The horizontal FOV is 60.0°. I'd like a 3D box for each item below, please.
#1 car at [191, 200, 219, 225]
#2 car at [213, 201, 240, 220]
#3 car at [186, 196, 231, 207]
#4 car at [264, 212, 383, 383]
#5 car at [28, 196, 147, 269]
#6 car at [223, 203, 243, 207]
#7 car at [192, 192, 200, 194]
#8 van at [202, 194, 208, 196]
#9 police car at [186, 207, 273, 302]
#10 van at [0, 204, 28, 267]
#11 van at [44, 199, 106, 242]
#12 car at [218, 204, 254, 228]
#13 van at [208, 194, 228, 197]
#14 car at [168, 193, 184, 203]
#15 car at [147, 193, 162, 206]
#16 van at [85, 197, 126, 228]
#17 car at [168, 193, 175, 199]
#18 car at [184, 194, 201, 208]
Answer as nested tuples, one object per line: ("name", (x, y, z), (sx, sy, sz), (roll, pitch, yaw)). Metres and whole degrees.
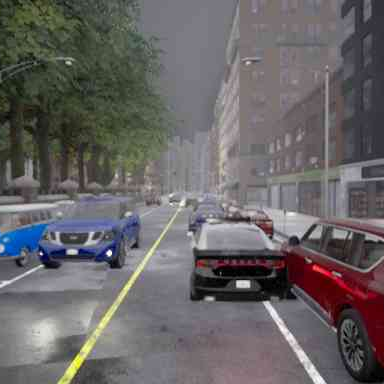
("car", (0.880, 1.432, 24.291), (1.837, 1.490, 4.892), (0, 0, 0))
("car", (2.832, 1.495, 27.981), (1.802, 1.307, 4.206), (0, 0, 0))
("car", (0.864, 1.298, 18.261), (2.097, 1.767, 4.553), (0, 0, 0))
("car", (2.850, 1.300, 5.339), (2.192, 1.841, 5.009), (0, 0, 0))
("car", (-3.109, 1.189, 11.391), (2.150, 2.045, 5.566), (0, 0, 0))
("car", (2.842, 1.496, 16.660), (1.887, 1.381, 4.507), (0, 0, 0))
("car", (-0.051, 1.267, 58.814), (1.882, 1.535, 5.008), (0, 0, 0))
("van", (2.812, 1.166, 50.622), (1.690, 1.788, 3.998), (0, 0, 0))
("police car", (0.894, 1.402, 8.401), (1.930, 1.638, 5.238), (0, 0, 0))
("van", (-5.679, 1.310, 10.969), (1.690, 1.788, 3.998), (0, 0, 0))
("van", (-5.684, 1.293, 16.627), (1.690, 1.788, 3.998), (0, 0, 0))
("car", (2.837, 1.515, 22.321), (1.802, 1.307, 4.206), (0, 0, 0))
("van", (2.827, 1.234, 33.641), (1.690, 1.788, 3.998), (0, 0, 0))
("car", (-3.059, 1.347, 60.339), (1.994, 1.385, 4.181), (0, 0, 0))
("car", (-5.712, 1.140, 50.574), (2.192, 1.841, 5.009), (0, 0, 0))
("van", (-5.689, 1.274, 22.285), (1.690, 1.788, 3.998), (0, 0, 0))
("car", (-5.751, 1.150, 94.093), (1.752, 1.417, 4.829), (0, 0, 0))
("car", (-0.012, 1.349, 46.110), (1.837, 1.490, 4.892), (0, 0, 0))
